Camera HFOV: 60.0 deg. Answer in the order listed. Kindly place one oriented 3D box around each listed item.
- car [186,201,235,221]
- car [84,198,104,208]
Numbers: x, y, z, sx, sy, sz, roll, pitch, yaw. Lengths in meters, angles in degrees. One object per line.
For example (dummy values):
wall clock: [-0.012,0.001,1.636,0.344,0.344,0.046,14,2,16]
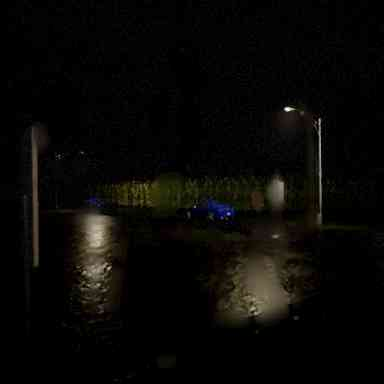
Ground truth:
car: [1.387,1.520,27.567,1.882,1.535,5.008,-1,0,-35]
car: [-14.725,1.673,49.848,1.812,1.442,4.674,-1,1,-36]
